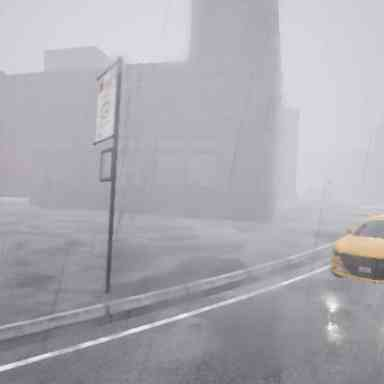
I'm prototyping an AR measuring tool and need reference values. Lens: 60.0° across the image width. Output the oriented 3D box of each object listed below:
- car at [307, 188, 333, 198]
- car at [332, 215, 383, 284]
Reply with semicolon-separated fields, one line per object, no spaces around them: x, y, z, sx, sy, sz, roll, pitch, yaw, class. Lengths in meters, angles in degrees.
19.250;0.096;50.216;1.895;1.301;4.718;3;3;-8;car
5.511;1.395;9.092;1.882;1.535;5.008;1;1;44;car
